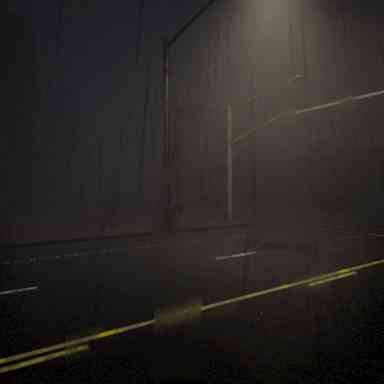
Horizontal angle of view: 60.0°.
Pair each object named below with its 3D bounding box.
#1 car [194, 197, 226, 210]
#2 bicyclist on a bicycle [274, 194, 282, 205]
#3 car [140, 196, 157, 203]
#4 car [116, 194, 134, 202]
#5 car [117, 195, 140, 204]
[{"bbox_3d":[2.098,1.347,40.697,1.812,1.442,4.674,-1,0,-36],"label":"car"},{"bbox_3d":[11.906,1.046,45.861,1.656,1.620,0.582,-1,0,-36],"label":"bicyclist on a bicycle"},{"bbox_3d":[-8.217,1.361,61.366,1.994,1.385,4.181,0,0,-35],"label":"car"},{"bbox_3d":[-14.038,1.266,69.409,1.812,1.442,4.674,-1,0,-36],"label":"car"},{"bbox_3d":[-11.934,1.315,60.405,2.128,1.511,4.902,0,0,-35],"label":"car"}]
